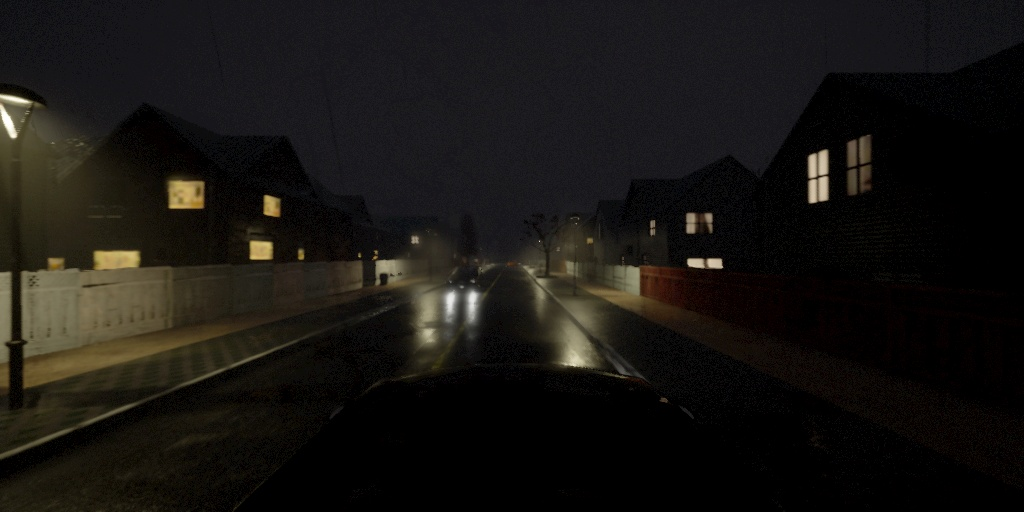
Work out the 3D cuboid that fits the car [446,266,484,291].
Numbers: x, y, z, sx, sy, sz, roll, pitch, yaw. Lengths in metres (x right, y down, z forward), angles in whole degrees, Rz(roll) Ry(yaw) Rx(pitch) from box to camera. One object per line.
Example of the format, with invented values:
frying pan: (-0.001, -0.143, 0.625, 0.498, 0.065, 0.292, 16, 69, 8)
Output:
car: (-2.755, 1.324, 22.347, 2.033, 1.411, 5.357, 0, 0, 0)
